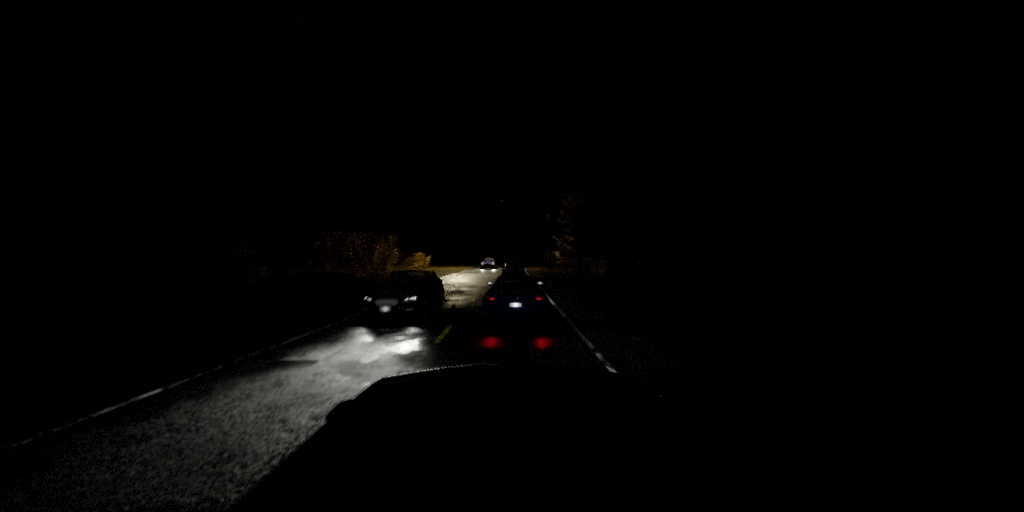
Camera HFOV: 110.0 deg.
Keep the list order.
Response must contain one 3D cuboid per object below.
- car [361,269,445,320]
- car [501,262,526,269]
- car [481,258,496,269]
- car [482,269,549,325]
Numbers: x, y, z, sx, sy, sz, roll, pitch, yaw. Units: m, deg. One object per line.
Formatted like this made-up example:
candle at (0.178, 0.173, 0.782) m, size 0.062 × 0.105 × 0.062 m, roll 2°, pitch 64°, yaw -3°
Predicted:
car at (-3.598, 1.241, 12.627) m, size 2.128 × 1.511 × 4.902 m, roll 0°, pitch 0°, yaw 0°
car at (0.105, 1.239, 29.484) m, size 2.128 × 1.511 × 4.902 m, roll 0°, pitch 0°, yaw 0°
car at (-3.550, 1.090, 54.658) m, size 2.097 × 1.767 × 4.553 m, roll 0°, pitch 0°, yaw 0°
car at (0.102, 1.314, 11.852) m, size 1.994 × 1.385 × 4.181 m, roll 0°, pitch 0°, yaw 0°
